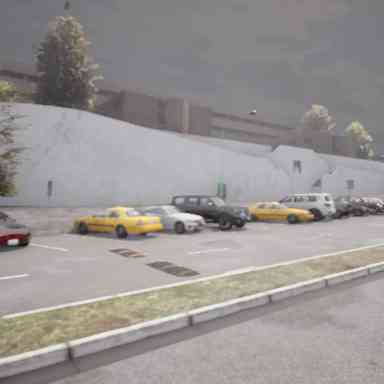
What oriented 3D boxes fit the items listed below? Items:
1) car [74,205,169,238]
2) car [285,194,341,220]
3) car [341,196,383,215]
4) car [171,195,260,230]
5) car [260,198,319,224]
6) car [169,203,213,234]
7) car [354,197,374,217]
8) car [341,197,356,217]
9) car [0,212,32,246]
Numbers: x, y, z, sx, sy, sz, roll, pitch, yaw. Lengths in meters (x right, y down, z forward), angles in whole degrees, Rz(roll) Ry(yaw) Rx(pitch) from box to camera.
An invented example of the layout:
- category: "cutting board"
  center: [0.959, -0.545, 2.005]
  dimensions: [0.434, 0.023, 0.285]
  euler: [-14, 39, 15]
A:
- category: "car"
  center: [-4.039, 1.488, 17.586]
  dimensions: [5.366, 1.575, 1.946]
  euler: [-1, 0, 35]
- category: "car"
  center: [8.318, 1.165, 26.216]
  dimensions: [5.566, 2.045, 2.435]
  euler: [-1, 0, 35]
- category: "car"
  center: [15.656, 1.188, 31.449]
  dimensions: [4.553, 1.767, 2.185]
  euler: [-1, 0, 35]
- category: "car"
  center: [1.035, 1.225, 20.963]
  dimensions: [5.566, 2.045, 2.435]
  euler: [-1, -1, 35]
- category: "car"
  center: [6.052, 1.434, 24.355]
  dimensions: [5.366, 1.575, 1.946]
  euler: [-1, -1, 34]
- category: "car"
  center: [-1.439, 1.523, 19.233]
  dimensions: [4.674, 1.452, 2.002]
  euler: [-1, -1, 34]
- category: "car"
  center: [13.241, 1.395, 29.692]
  dimensions: [4.674, 1.452, 2.002]
  euler: [-1, -1, 35]
- category: "car"
  center: [10.765, 1.416, 27.955]
  dimensions: [4.792, 1.488, 2.163]
  euler: [-1, 0, 35]
- category: "car"
  center: [-8.749, 1.521, 13.987]
  dimensions: [4.792, 1.488, 2.163]
  euler: [-1, -1, 34]
